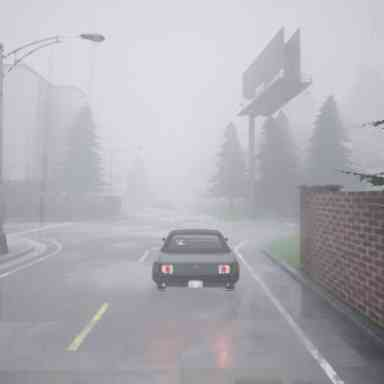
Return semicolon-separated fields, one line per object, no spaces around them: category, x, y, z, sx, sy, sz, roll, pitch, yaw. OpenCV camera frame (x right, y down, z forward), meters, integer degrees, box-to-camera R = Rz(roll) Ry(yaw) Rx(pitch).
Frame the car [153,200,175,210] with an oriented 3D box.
car;-4.309;1.955;50.281;2.033;1.411;5.357;0;-1;-25

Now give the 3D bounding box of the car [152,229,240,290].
car;0.093;1.677;9.262;1.895;1.301;4.718;0;0;0
